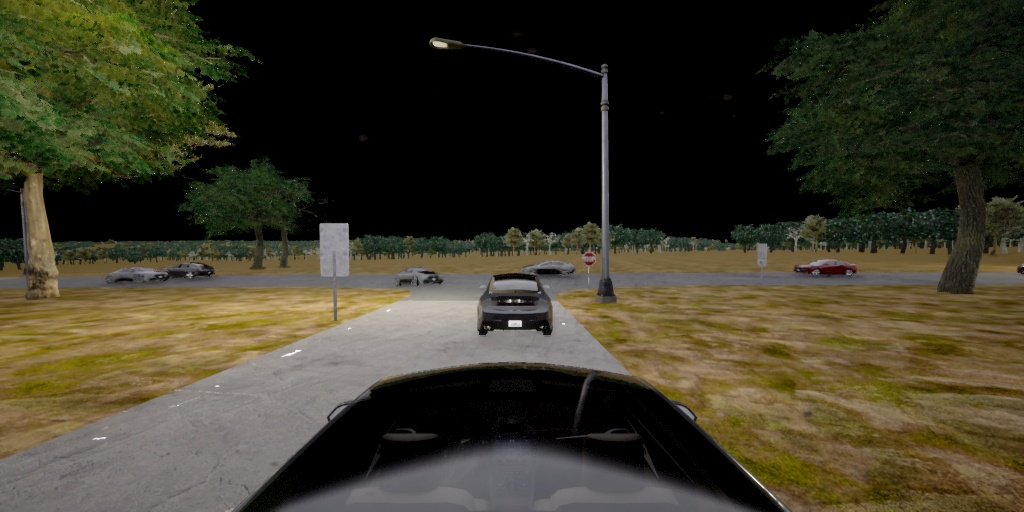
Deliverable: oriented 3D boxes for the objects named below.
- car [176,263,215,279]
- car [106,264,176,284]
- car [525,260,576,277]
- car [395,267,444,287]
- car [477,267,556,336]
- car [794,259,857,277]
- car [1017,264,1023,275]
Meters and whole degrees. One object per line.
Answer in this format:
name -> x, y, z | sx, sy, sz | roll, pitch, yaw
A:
car -> -31.255, 1.401, 34.334 | 4.892, 1.490, 1.837 | -1, 2, 5
car -> -31.967, 1.616, 30.701 | 4.181, 1.385, 1.994 | -1, 2, 5
car -> 3.341, 1.134, 32.762 | 4.902, 1.511, 2.128 | 0, 2, 1
car -> -6.669, 1.481, 25.700 | 1.994, 1.385, 4.181 | 1, -4, -44
car -> 0.082, 1.248, 10.385 | 1.837, 1.490, 4.892 | 0, 0, 0
car -> 28.872, 1.038, 33.109 | 5.008, 1.535, 1.882 | 1, 3, -2
car -> 51.721, 0.980, 34.452 | 4.553, 1.767, 2.097 | 0, 2, -5
